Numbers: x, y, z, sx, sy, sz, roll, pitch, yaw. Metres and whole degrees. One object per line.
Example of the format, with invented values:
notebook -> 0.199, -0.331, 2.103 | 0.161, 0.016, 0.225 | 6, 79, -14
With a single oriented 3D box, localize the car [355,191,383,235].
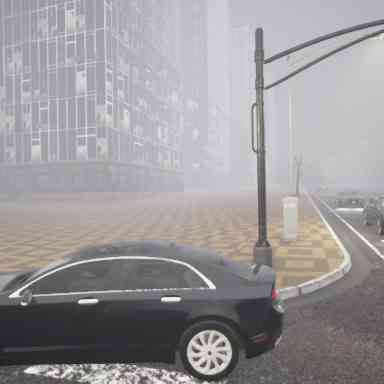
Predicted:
car -> 8.823, 0.928, 14.523 | 2.128, 1.511, 4.902 | -1, 2, 18

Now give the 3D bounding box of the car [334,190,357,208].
car -> 12.850, 0.515, 27.176 | 1.994, 1.385, 4.181 | -1, 2, 18

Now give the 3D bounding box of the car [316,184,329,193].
car -> 22.136, -0.670, 56.401 | 2.128, 1.511, 4.902 | -1, 2, 18

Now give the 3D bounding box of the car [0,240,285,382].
car -> -1.188, 1.504, 4.804 | 4.892, 1.490, 1.837 | 0, 0, -1
